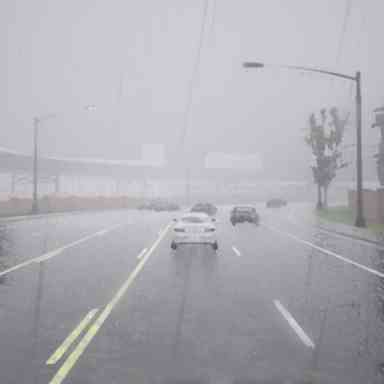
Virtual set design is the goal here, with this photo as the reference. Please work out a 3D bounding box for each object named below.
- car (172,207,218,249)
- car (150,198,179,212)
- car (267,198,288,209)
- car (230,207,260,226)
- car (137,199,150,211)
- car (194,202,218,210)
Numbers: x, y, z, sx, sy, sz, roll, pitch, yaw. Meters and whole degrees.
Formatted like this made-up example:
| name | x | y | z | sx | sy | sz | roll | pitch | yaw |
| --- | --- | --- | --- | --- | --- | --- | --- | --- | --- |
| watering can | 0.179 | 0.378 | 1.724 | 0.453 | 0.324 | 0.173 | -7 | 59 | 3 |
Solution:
| name | x | y | z | sx | sy | sz | roll | pitch | yaw |
| --- | --- | --- | --- | --- | --- | --- | --- | --- | --- |
| car | 0.108 | 1.625 | 14.922 | 1.812 | 1.442 | 4.674 | 0 | 0 | 0 |
| car | -3.114 | 1.846 | 41.936 | 1.994 | 1.385 | 4.181 | -1 | -1 | 21 |
| car | 12.702 | 1.680 | 49.354 | 1.837 | 1.490 | 4.892 | -3 | -2 | 35 |
| car | 3.858 | 1.754 | 24.829 | 1.895 | 1.301 | 4.718 | 0 | 0 | 5 |
| car | -5.605 | 1.680 | 45.140 | 2.097 | 1.767 | 4.553 | -1 | -1 | 23 |
| car | 1.283 | 1.740 | 32.931 | 2.033 | 1.411 | 5.357 | -1 | 0 | 14 |
